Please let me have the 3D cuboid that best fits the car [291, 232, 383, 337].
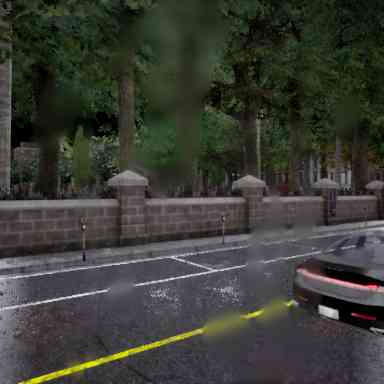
[{"bbox_3d":[3.891,1.487,6.088,4.902,1.511,2.128,0,0,-36],"label":"car"}]
